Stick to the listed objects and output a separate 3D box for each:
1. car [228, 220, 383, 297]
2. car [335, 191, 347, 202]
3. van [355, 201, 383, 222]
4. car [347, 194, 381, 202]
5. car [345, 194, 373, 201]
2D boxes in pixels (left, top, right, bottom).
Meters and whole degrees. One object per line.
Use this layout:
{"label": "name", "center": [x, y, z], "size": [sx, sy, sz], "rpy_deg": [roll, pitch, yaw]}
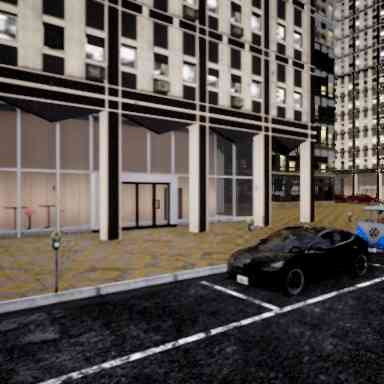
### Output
{"label": "car", "center": [2.890, 1.565, 8.619], "size": [4.313, 1.339, 1.947], "rpy_deg": [0, 0, -35]}
{"label": "car", "center": [23.815, 0.735, 56.188], "size": [2.192, 1.841, 5.009], "rpy_deg": [1, 0, -36]}
{"label": "van", "center": [7.489, 1.339, 11.899], "size": [3.998, 1.788, 1.690], "rpy_deg": [0, 0, -35]}
{"label": "car", "center": [27.053, 1.109, 51.658], "size": [1.802, 1.307, 4.206], "rpy_deg": [1, 0, -36]}
{"label": "car", "center": [30.584, 0.990, 61.119], "size": [1.802, 1.307, 4.206], "rpy_deg": [1, 0, -36]}
